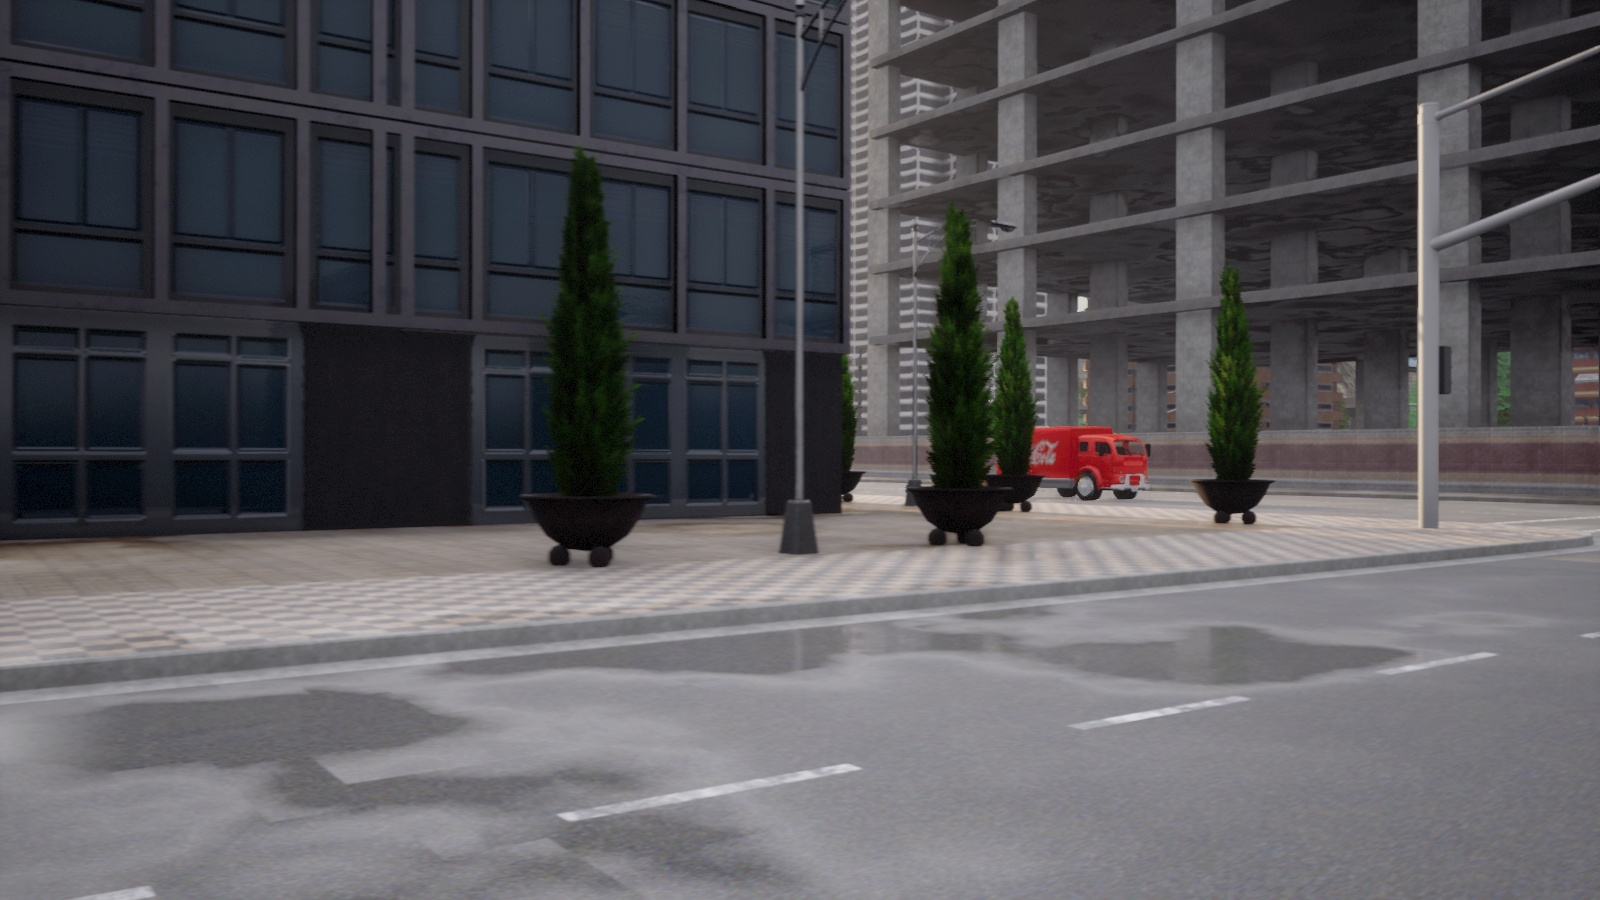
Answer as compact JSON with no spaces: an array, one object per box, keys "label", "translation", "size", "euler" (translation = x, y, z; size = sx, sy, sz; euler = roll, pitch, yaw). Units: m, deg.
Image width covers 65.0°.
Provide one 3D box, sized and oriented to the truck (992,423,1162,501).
[{"label":"truck","translation":[9.300,0.398,42.571],"size":[2.627,2.467,5.204],"euler":[0,0,-35]}]
